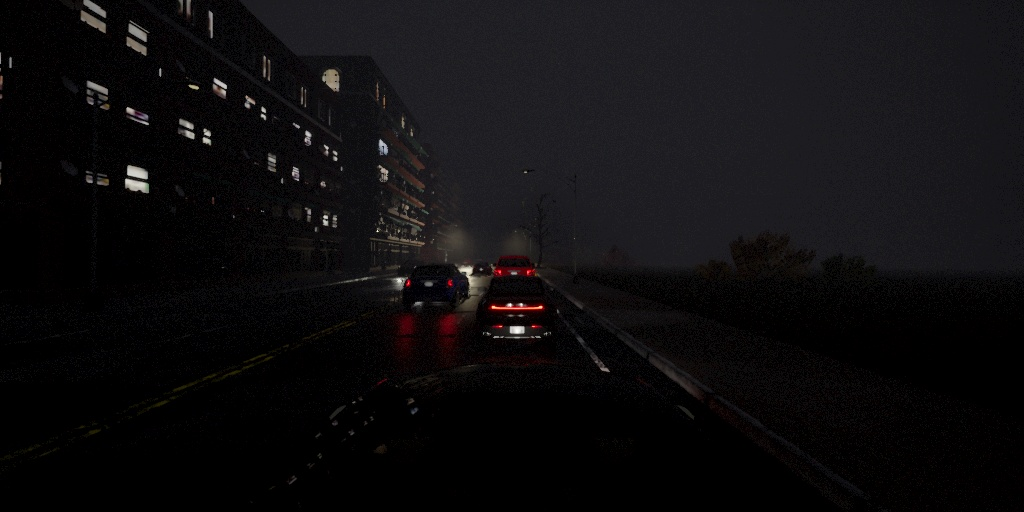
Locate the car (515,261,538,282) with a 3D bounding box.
[{"bbox_3d":[1.150,1.206,30.472,1.801,1.575,5.366,0,0,0],"label":"car"}]

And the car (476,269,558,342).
[{"bbox_3d":[0.105,1.255,9.717,1.837,1.490,4.892,0,0,0],"label":"car"}]

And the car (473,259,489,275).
[{"bbox_3d":[-3.134,1.314,38.560,1.994,1.385,4.181,0,0,0],"label":"car"}]

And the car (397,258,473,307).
[{"bbox_3d":[-3.144,1.102,15.679,2.097,1.767,4.553,0,0,0],"label":"car"}]

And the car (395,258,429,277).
[{"bbox_3d":[-9.837,1.102,35.651,2.097,1.767,4.553,0,0,0],"label":"car"}]

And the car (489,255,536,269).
[{"bbox_3d":[0.108,0.972,20.064,2.150,2.045,5.566,0,0,0],"label":"car"}]
